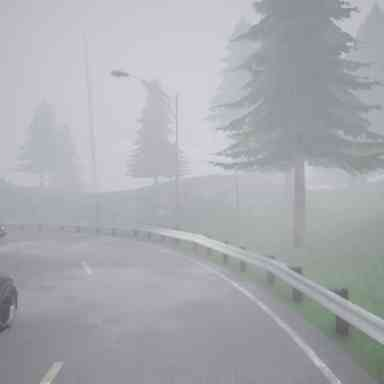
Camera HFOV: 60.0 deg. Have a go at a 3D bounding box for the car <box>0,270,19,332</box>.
[{"bbox_3d":[-3.825,1.614,4.074,1.994,1.385,4.181,0,-1,-7],"label":"car"}]

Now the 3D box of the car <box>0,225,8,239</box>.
[{"bbox_3d":[-11.209,1.803,15.697,4.718,1.301,1.895,0,-1,15],"label":"car"}]
